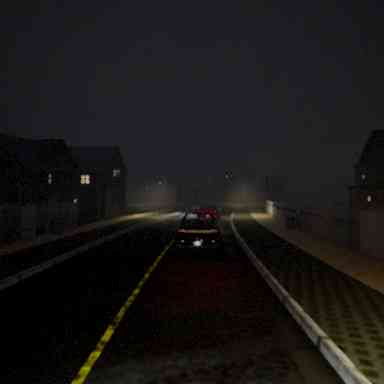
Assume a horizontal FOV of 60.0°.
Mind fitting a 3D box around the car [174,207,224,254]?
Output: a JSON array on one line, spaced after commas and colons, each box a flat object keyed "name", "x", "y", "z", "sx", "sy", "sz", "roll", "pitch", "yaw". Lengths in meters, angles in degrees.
[{"name": "car", "x": 0.327, "y": 1.634, "z": 14.198, "sx": 2.128, "sy": 1.511, "sz": 4.902, "roll": 0, "pitch": 0, "yaw": 3}]

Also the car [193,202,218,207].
[{"name": "car", "x": 1.537, "y": 1.790, "z": 29.266, "sx": 1.882, "sy": 1.535, "sz": 5.008, "roll": 0, "pitch": 0, "yaw": 7}]
